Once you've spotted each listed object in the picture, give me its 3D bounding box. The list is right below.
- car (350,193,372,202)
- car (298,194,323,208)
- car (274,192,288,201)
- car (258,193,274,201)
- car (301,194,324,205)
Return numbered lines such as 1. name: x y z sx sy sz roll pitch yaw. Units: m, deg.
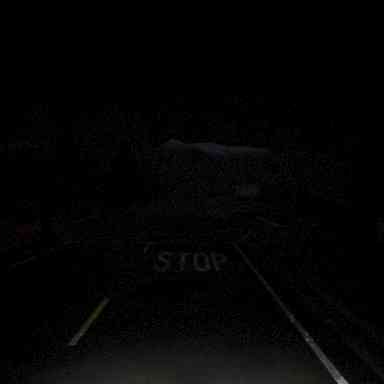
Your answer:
1. car: 29.123 0.930 58.045 1.845 1.501 3.633 0 0 0
2. car: 13.965 1.106 39.785 1.845 1.501 3.633 0 0 0
3. car: 17.355 0.888 65.838 2.152 1.636 5.027 0 0 0
4. car: 14.218 0.897 65.817 2.007 1.523 4.514 0 0 0
5. car: 17.020 1.067 47.175 1.970 1.475 3.806 0 0 0
